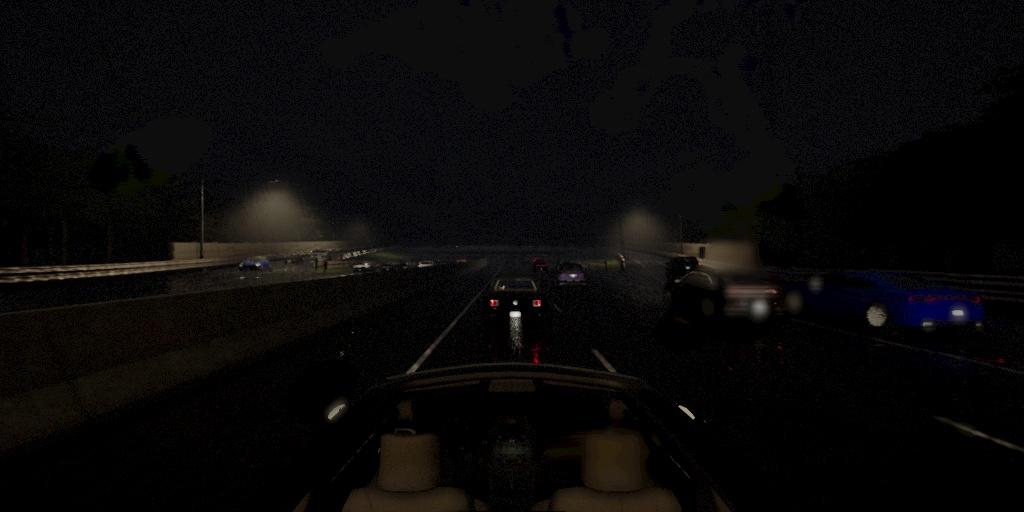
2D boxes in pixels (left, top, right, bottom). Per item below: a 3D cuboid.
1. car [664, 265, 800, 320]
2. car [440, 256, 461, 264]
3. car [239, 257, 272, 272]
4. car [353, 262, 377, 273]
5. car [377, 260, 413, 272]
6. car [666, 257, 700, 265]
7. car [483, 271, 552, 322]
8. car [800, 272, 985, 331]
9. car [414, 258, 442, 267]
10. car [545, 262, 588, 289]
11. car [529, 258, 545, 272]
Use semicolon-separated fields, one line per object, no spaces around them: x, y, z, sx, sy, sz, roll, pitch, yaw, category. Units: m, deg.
7.104;1.259;12.726;2.128;1.511;4.902;0;0;0;car
-10.738;1.244;62.335;2.128;1.511;4.902;0;0;0;car
-29.425;0.872;41.178;2.097;1.767;4.553;0;1;-19;car
-17.659;1.415;43.911;1.895;1.301;4.718;0;0;0;car
-14.158;1.306;43.626;2.128;1.511;4.902;0;0;0;car
14.726;1.112;31.008;2.150;2.045;5.566;0;-1;17;car
0.104;1.368;12.380;1.895;1.301;4.718;0;0;0;car
10.887;1.243;11.093;1.882;1.535;5.008;0;0;3;car
-10.663;1.342;45.825;1.812;1.442;4.674;0;0;0;car
3.598;1.215;23.343;2.033;1.649;4.856;0;0;0;car
3.515;1.324;45.678;1.837;1.490;4.892;0;0;0;car
